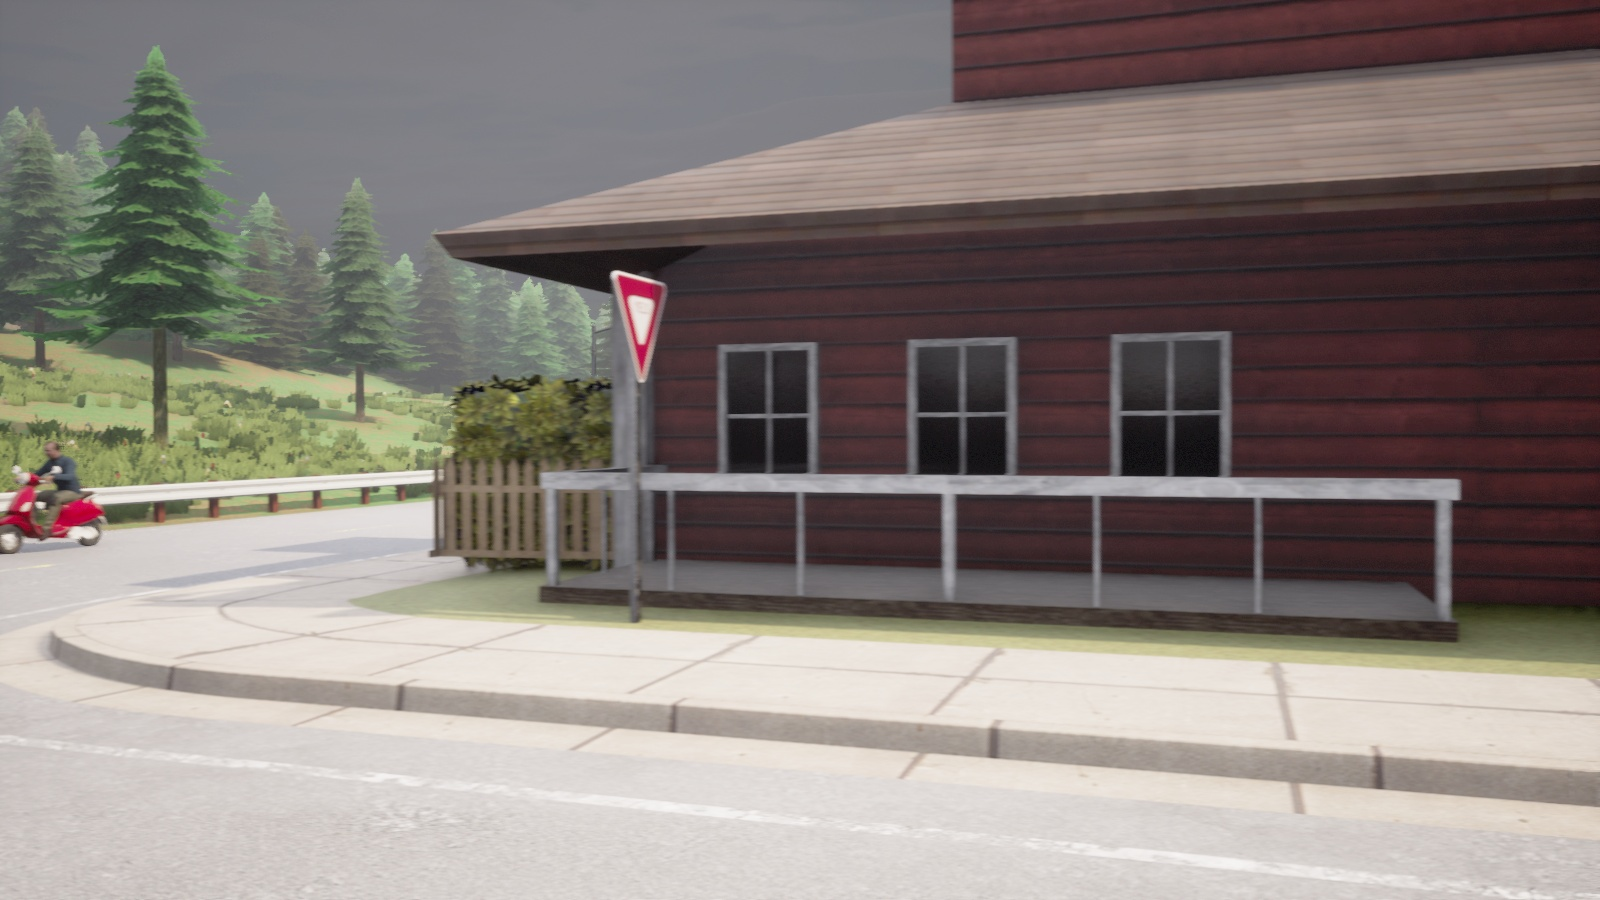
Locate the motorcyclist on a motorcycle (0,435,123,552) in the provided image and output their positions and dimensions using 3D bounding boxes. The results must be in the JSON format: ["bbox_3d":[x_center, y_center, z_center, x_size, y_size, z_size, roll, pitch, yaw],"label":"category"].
[{"bbox_3d":[-10.925,0.587,18.232,0.866,1.590,1.817,1,1,18],"label":"motorcyclist on a motorcycle"}]
